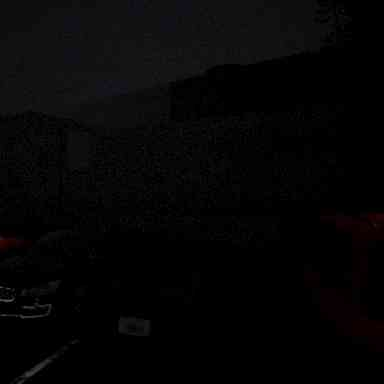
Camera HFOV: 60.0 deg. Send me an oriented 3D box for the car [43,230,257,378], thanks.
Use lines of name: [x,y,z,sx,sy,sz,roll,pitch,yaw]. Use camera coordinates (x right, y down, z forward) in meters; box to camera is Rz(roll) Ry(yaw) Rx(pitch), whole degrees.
car: [0.003,1.523,5.823,2.163,1.488,4.792,0,-1,15]

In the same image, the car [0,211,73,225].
car: [-4.877,1.385,9.306,2.185,1.767,4.553,0,-1,15]

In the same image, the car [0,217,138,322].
car: [-2.439,1.503,7.539,2.231,1.521,4.892,0,-1,15]

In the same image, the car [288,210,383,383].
car: [2.451,1.237,4.084,2.435,2.045,5.566,0,-1,15]
